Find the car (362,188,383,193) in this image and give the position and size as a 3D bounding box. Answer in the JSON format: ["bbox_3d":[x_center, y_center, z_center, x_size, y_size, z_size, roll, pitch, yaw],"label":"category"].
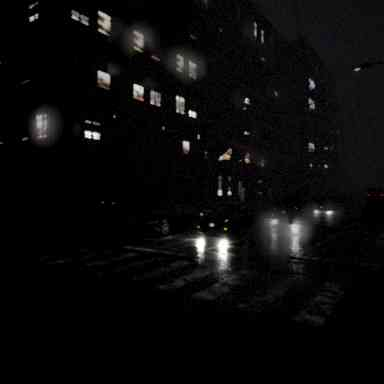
[{"bbox_3d":[23.270,0.519,41.714,2.150,2.045,5.566,0,1,35],"label":"car"}]

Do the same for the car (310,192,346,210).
[{"bbox_3d":[13.802,0.993,33.730,2.033,1.411,5.357,0,1,35],"label":"car"}]

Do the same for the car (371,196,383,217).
[{"bbox_3d":[15.288,1.104,25.733,2.008,1.369,4.403,1,2,35],"label":"car"}]

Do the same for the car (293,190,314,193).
[{"bbox_3d":[11.617,0.750,35.115,2.192,1.841,5.009,1,2,35],"label":"car"}]

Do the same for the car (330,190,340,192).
[{"bbox_3d":[17.885,0.809,44.114,1.752,1.417,4.829,1,2,35],"label":"car"}]

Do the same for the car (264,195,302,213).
[{"bbox_3d":[8.432,1.056,30.552,1.887,1.381,4.507,1,2,35],"label":"car"}]

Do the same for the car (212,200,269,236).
[{"bbox_3d":[2.033,1.295,16.863,1.994,1.385,4.181,0,1,35],"label":"car"}]

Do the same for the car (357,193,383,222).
[{"bbox_3d":[12.105,1.071,21.164,1.967,1.590,4.097,1,2,35],"label":"car"}]

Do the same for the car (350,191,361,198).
[{"bbox_3d":[30.717,0.545,62.524,1.947,1.339,4.313,1,2,35],"label":"car"}]

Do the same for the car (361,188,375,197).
[{"bbox_3d":[40.269,0.069,76.220,2.192,1.841,5.009,1,2,35],"label":"car"}]

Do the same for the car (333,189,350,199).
[{"bbox_3d":[21.168,0.521,48.816,2.192,1.841,5.009,1,2,35],"label":"car"}]

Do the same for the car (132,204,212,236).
[{"bbox_3d":[-1.119,1.294,16.850,2.008,1.369,4.403,1,2,35],"label":"car"}]

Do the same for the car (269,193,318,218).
[{"bbox_3d":[7.715,1.097,25.010,1.837,1.490,4.892,0,1,35],"label":"car"}]

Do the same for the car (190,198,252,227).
[{"bbox_3d":[1.968,1.193,21.277,1.752,1.417,4.829,1,2,35],"label":"car"}]
